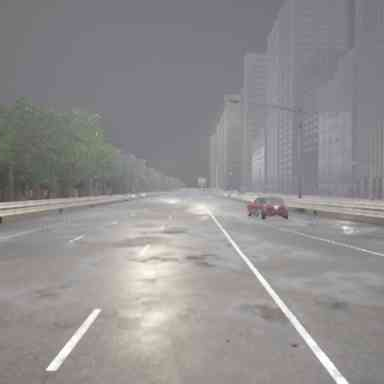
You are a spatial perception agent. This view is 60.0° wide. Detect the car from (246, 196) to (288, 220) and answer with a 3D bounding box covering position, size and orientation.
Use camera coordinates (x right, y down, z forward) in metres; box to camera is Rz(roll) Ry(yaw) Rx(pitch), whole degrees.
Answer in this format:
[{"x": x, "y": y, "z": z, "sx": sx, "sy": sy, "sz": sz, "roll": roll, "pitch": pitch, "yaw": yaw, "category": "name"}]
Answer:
[{"x": 5.881, "y": 1.167, "z": 26.536, "sx": 2.097, "sy": 1.767, "sz": 4.553, "roll": 0, "pitch": 1, "yaw": -8, "category": "car"}]
